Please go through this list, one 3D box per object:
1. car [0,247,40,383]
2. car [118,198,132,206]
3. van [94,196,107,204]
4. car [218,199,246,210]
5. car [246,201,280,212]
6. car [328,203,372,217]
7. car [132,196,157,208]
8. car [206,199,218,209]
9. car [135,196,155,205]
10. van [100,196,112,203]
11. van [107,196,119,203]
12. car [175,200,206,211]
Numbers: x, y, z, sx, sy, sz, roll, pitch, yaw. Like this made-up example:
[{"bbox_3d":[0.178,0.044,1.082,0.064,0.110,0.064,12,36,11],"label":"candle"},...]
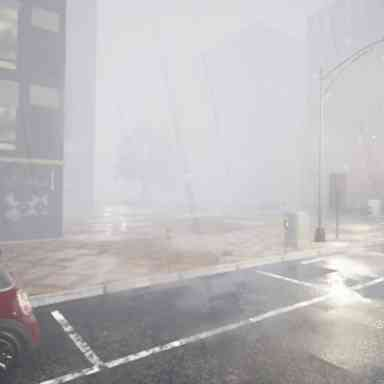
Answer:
[{"bbox_3d":[-4.033,1.438,3.667,4.097,1.590,1.967,0,1,-35],"label":"car"},{"bbox_3d":[-10.405,1.796,56.973,1.887,1.381,4.507,1,-1,-35],"label":"car"},{"bbox_3d":[-20.223,1.686,70.867,1.690,1.788,3.998,1,-1,-35],"label":"van"},{"bbox_3d":[6.261,1.843,47.913,1.887,1.381,4.507,1,-1,-35],"label":"car"},{"bbox_3d":[9.534,1.849,43.282,1.802,1.307,4.206,1,-1,-35],"label":"car"},{"bbox_3d":[16.080,1.772,34.022,1.947,1.339,4.313,1,-1,-35],"label":"car"},{"bbox_3d":[-7.132,1.765,52.342,1.887,1.381,4.507,1,-1,-35],"label":"car"},{"bbox_3d":[2.988,1.769,52.545,1.967,1.590,4.097,1,-1,-35],"label":"car"},{"bbox_3d":[-10.104,1.768,71.069,2.192,1.841,5.009,1,-1,-35],"label":"car"},{"bbox_3d":[-23.197,1.921,89.591,1.690,1.788,3.998,1,-1,-35],"label":"van"},{"bbox_3d":[-19.923,1.889,84.960,1.690,1.788,3.998,1,-1,-35],"label":"van"},{"bbox_3d":[-0.585,1.709,43.081,2.008,1.369,4.403,1,-1,-35],"label":"car"}]
